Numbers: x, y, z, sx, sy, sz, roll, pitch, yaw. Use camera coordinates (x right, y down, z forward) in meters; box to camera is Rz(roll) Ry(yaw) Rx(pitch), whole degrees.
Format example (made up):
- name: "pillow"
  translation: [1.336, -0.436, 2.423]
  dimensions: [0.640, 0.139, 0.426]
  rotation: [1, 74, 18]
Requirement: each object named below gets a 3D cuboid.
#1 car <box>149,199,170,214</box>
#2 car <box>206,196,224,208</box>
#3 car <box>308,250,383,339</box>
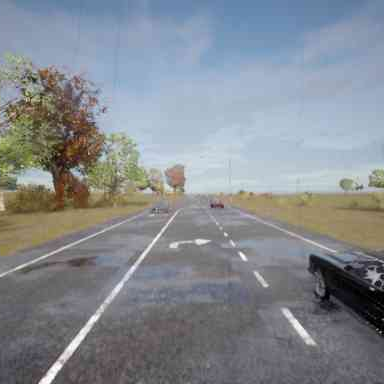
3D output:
- name: "car"
  translation: [-3.439, 1.562, 36.102]
  dimensions: [1.837, 1.490, 4.892]
  rotation: [-1, 0, 1]
- name: "car"
  translation: [3.568, 1.532, 48.463]
  dimensions: [2.033, 1.411, 5.357]
  rotation: [0, 0, 0]
- name: "car"
  translation: [3.503, 1.575, 5.336]
  dimensions: [1.895, 1.301, 4.718]
  rotation: [0, 0, 0]
